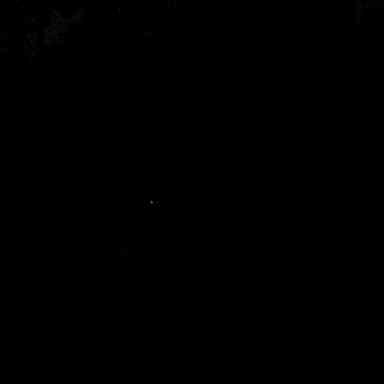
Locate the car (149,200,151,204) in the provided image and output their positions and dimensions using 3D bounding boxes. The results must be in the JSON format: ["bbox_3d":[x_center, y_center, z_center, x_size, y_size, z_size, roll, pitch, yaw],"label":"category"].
[{"bbox_3d":[-8.134,1.412,52.907,1.895,1.301,4.718,0,1,17],"label":"car"}]

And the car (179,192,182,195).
[{"bbox_3d":[-1.760,0.938,73.922,2.150,2.045,5.566,0,0,17],"label":"car"}]
